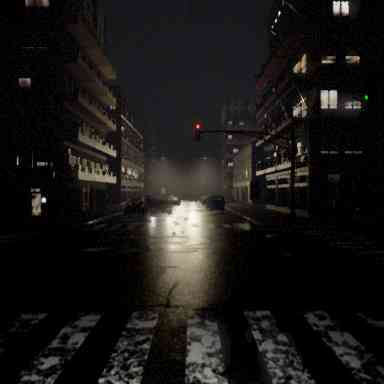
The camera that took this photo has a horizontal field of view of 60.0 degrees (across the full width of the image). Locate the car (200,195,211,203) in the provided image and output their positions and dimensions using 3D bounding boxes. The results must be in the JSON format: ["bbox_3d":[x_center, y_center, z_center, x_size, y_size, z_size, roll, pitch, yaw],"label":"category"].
[{"bbox_3d":[2.664,1.358,65.806,1.967,1.590,4.097,0,0,0],"label":"car"}]

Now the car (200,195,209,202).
[{"bbox_3d":[2.673,1.454,71.388,1.887,1.381,4.507,0,0,0],"label":"car"}]

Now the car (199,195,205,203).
[{"bbox_3d":[2.650,1.500,54.644,1.947,1.339,4.313,0,0,0],"label":"car"}]

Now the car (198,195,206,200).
[{"bbox_3d":[2.698,1.446,88.133,1.947,1.339,4.313,0,0,0],"label":"car"}]

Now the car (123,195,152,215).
[{"bbox_3d":[-5.396,1.402,32.330,1.967,1.590,4.097,0,0,0],"label":"car"}]

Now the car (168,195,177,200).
[{"bbox_3d":[-5.182,1.431,88.145,2.008,1.369,4.403,0,0,0],"label":"car"}]

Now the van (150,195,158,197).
[{"bbox_3d":[-5.344,1.289,43.494,1.690,1.788,3.998,0,0,0],"label":"van"}]

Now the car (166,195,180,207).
[{"bbox_3d":[-2.756,1.486,51.109,2.033,1.411,5.357,0,0,0],"label":"car"}]

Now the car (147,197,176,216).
[{"bbox_3d":[-2.817,1.488,31.742,1.812,1.442,4.674,0,0,1],"label":"car"}]

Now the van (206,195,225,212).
[{"bbox_3d":[2.751,1.297,37.278,1.690,1.788,3.998,0,0,0],"label":"van"}]

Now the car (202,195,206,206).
[{"bbox_3d":[2.725,1.492,43.482,1.887,1.381,4.507,0,0,0],"label":"car"}]

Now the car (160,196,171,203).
[{"bbox_3d":[-5.216,1.463,65.818,1.887,1.381,4.507,0,0,0],"label":"car"}]
